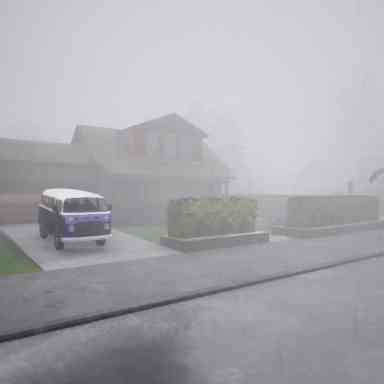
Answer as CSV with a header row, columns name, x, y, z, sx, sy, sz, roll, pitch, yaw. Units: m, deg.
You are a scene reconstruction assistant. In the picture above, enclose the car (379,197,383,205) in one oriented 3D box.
name,x,y,z,sx,sy,sz,roll,pitch,yaw
car,24.678,0.985,41.408,3.866,1.878,1.905,0,0,0
